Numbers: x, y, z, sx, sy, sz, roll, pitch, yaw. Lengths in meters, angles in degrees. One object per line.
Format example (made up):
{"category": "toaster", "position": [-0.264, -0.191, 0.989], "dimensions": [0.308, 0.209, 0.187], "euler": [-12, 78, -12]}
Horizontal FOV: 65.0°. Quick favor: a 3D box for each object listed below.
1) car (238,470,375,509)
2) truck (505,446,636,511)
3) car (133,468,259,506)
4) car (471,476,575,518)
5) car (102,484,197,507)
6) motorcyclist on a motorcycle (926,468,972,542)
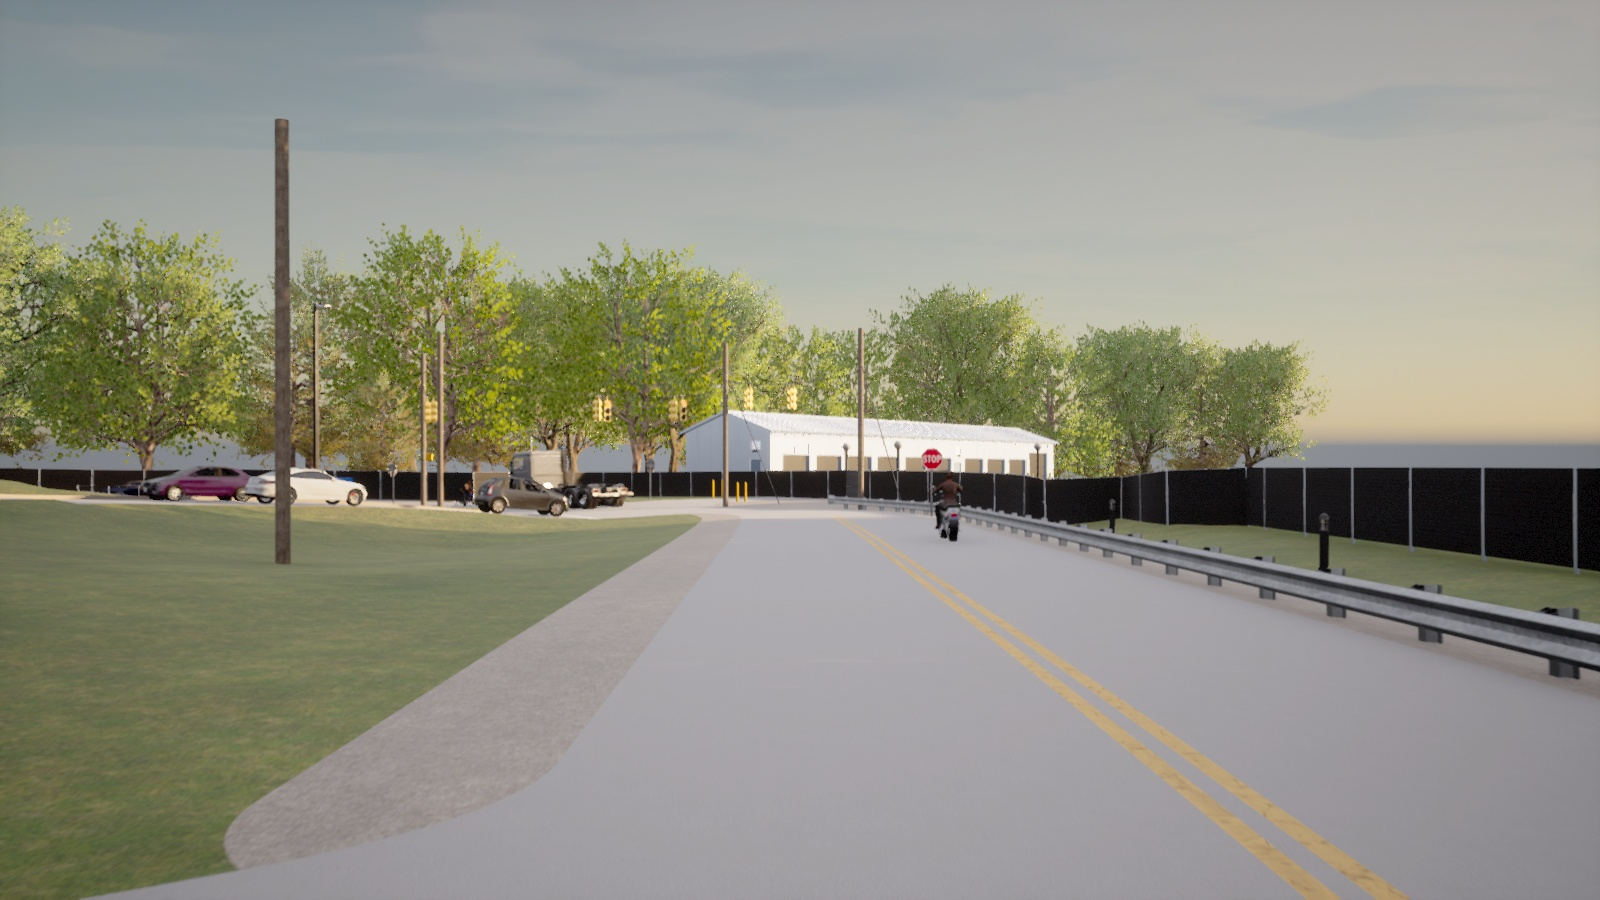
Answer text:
{"category": "car", "position": [-19.334, 1.566, 49.331], "dimensions": [1.812, 1.442, 4.674], "euler": [0, -2, 39]}
{"category": "truck", "position": [-13.391, 1.691, 72.974], "dimensions": [7.936, 3.462, 2.891], "euler": [-3, -1, 39]}
{"category": "car", "position": [-24.431, 1.517, 50.893], "dimensions": [1.816, 1.474, 4.193], "euler": [-1, -2, 40]}
{"category": "car", "position": [-12.189, 2.054, 55.255], "dimensions": [3.988, 1.617, 1.851], "euler": [5, -3, -33]}
{"category": "car", "position": [-39.174, 2.760, 75.651], "dimensions": [4.718, 1.301, 1.895], "euler": [0, 0, -3]}
{"category": "motorcyclist on a motorcycle", "position": [3.485, 1.273, 29.592], "dimensions": [0.766, 1.649, 2.350], "euler": [0, -1, 0]}
